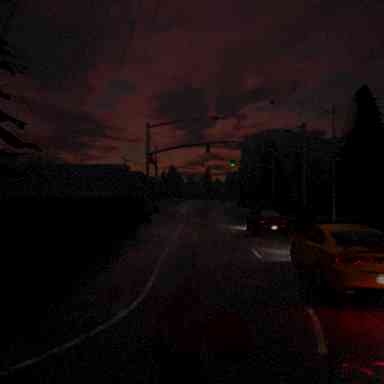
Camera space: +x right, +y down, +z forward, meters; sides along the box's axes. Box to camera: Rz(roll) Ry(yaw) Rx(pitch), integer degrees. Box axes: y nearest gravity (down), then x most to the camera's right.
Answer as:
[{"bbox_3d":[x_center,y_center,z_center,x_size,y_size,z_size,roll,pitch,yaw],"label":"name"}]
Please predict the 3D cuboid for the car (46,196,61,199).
[{"bbox_3d":[-30.692,1.802,76.017,1.932,1.855,4.605,0,-1,1],"label":"car"}]

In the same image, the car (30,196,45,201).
[{"bbox_3d":[-27.582,1.838,57.376,1.845,1.501,3.633,0,-1,1],"label":"car"}]

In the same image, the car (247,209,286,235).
[{"bbox_3d":[4.477,1.754,20.152,1.812,1.442,4.674,0,-1,1],"label":"car"}]

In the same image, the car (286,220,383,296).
[{"bbox_3d":[4.017,1.587,8.975,1.882,1.535,5.008,0,0,6],"label":"car"}]
